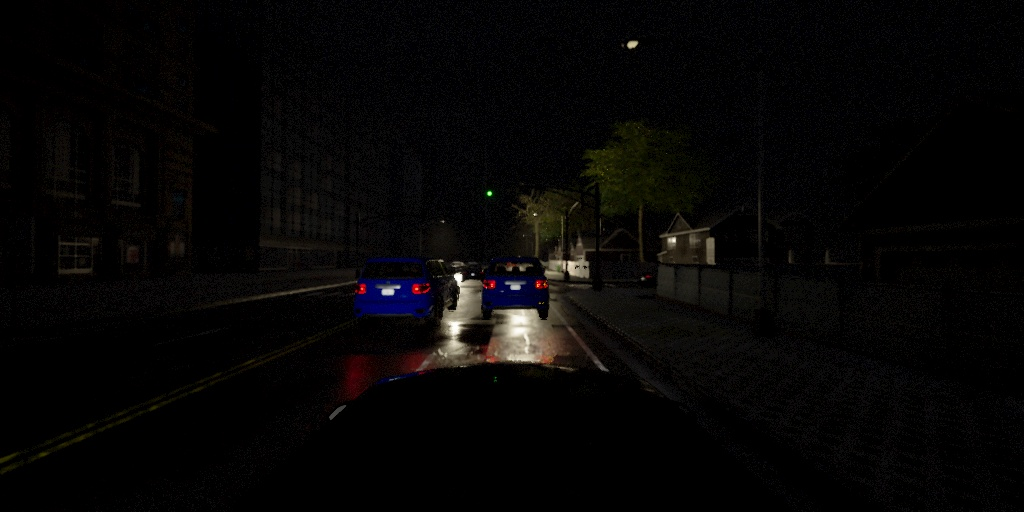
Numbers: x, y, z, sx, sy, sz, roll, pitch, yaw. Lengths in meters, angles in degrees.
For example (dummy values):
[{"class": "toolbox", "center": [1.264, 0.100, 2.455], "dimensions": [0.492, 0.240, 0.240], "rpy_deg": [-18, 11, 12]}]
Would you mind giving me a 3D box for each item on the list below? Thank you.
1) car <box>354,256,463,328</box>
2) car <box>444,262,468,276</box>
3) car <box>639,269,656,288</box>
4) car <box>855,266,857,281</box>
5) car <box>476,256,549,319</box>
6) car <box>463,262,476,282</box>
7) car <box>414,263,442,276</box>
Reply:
[{"class": "car", "center": [-3.161, 1.024, 11.809], "dimensions": [2.150, 2.045, 5.566], "rpy_deg": [0, 0, 0]}, {"class": "car", "center": [-6.593, 1.482, 42.909], "dimensions": [2.128, 1.511, 4.902], "rpy_deg": [0, 0, 0]}, {"class": "car", "center": [10.629, 1.457, 23.699], "dimensions": [4.181, 1.385, 1.994], "rpy_deg": [0, -1, 0]}, {"class": "car", "center": [24.381, 1.458, 26.553], "dimensions": [4.902, 1.511, 2.128], "rpy_deg": [0, -1, 0]}, {"class": "car", "center": [0.099, 1.031, 13.265], "dimensions": [2.150, 2.045, 5.566], "rpy_deg": [0, 0, 0]}, {"class": "car", "center": [-3.155, 1.477, 30.946], "dimensions": [1.994, 1.385, 4.181], "rpy_deg": [0, 0, 0]}, {"class": "car", "center": [-9.847, 1.534, 42.294], "dimensions": [2.033, 1.411, 5.357], "rpy_deg": [0, 0, 0]}]
